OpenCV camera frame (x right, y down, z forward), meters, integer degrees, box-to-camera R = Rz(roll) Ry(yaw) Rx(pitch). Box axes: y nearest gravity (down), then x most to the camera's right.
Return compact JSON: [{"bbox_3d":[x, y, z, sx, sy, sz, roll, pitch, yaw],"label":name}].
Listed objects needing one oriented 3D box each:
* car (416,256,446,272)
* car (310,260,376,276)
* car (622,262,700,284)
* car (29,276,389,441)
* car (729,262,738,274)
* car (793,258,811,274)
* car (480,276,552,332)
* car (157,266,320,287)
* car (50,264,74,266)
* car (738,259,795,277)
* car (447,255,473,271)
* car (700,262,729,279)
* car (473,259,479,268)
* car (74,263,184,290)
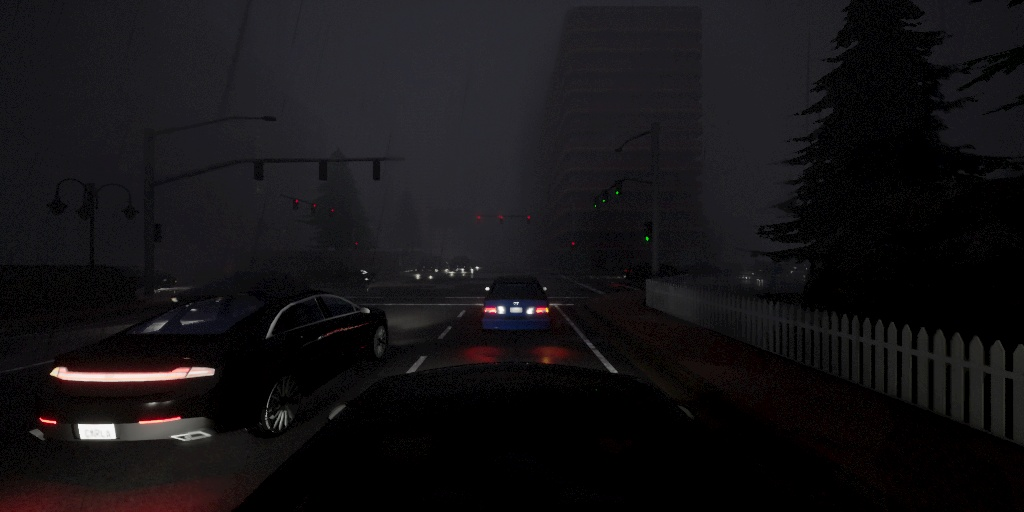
[{"bbox_3d":[-10.529,0.971,45.981,2.150,2.045,5.566,0,0,2],"label":"car"},{"bbox_3d":[-11.857,1.089,24.901,4.553,1.767,2.097,0,0,0],"label":"car"},{"bbox_3d":[10.363,1.198,25.609,4.892,1.490,1.837,0,1,-8],"label":"car"},{"bbox_3d":[-3.427,1.242,5.397,2.128,1.511,4.902,0,0,0],"label":"car"},{"bbox_3d":[22.056,1.295,36.974,4.718,1.301,1.895,0,0,-30],"label":"car"},{"bbox_3d":[32.359,0.916,40.589,2.150,2.045,5.566,0,0,43],"label":"car"},{"bbox_3d":[0.122,1.297,10.809,2.033,1.411,5.357,0,0,1],"label":"car"},{"bbox_3d":[-10.018,1.300,13.907,2.033,1.411,5.357,0,0,0],"label":"car"},{"bbox_3d":[-30.720,1.242,24.778,5.357,1.411,2.033,0,0,0],"label":"car"},{"bbox_3d":[24.369,1.242,34.262,5.357,1.411,2.033,0,0,-31],"label":"car"},{"bbox_3d":[-7.057,0.971,49.141,2.150,2.045,5.566,0,0,0],"label":"car"},{"bbox_3d":[15.889,1.259,30.586,4.181,1.385,1.994,0,0,-20],"label":"car"},{"bbox_3d":[-7.025,1.255,58.952,1.837,1.490,4.892,0,0,0],"label":"car"},{"bbox_3d":[-22.648,1.259,21.328,4.181,1.385,1.994,0,0,0],"label":"car"}]
